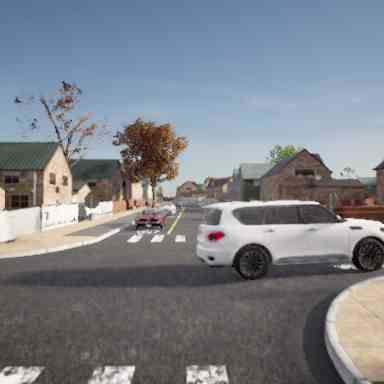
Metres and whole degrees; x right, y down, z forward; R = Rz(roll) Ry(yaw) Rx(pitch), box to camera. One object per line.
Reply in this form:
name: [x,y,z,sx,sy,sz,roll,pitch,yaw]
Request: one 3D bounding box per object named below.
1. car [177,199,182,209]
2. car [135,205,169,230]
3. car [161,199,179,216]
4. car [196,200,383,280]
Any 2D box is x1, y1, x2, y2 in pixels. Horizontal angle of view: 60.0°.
car: [-2.803,1.898,55.310,2.097,1.767,4.553,0,-1,1]
car: [-2.814,1.839,23.298,1.895,1.301,4.718,0,0,-2]
car: [-2.856,1.902,38.158,1.812,1.442,4.674,0,-1,0]
car: [2.886,1.240,9.716,5.566,2.045,2.150,-2,-2,-8]
